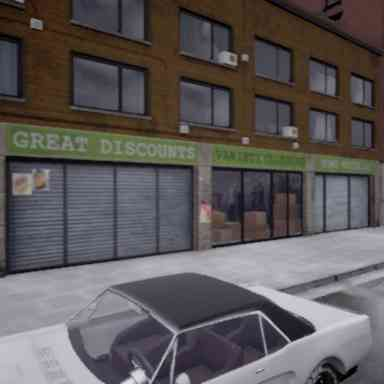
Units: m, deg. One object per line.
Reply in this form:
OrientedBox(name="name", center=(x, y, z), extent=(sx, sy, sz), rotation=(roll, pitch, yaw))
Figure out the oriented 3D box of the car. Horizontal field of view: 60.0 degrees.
OrientedBox(name="car", center=(-0.399, 1.594, 3.084), extent=(4.718, 1.301, 1.895), rotation=(0, 0, -35))
